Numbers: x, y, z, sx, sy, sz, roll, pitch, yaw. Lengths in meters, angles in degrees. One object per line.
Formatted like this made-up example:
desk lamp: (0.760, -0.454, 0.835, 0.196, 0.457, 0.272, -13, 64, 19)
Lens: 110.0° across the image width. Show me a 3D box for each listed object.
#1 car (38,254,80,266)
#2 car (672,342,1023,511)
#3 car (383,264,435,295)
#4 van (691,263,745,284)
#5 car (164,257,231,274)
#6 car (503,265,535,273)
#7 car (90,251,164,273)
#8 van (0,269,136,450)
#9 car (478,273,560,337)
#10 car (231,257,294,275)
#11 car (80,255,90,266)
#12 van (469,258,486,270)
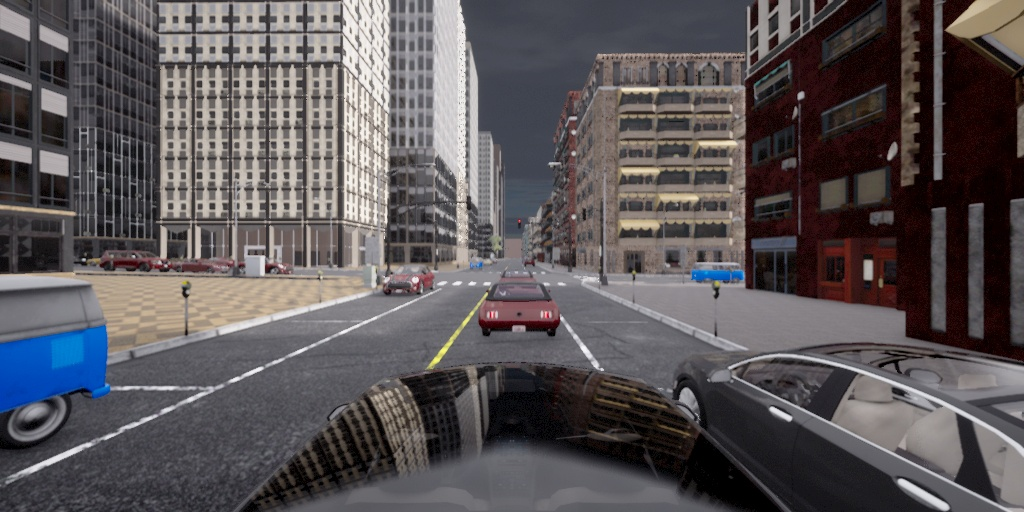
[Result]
car: (-48.734, 0.409, 39.060, 4.313, 1.339, 1.948, 0, 0, 0)
car: (2.696, 1.301, 2.507, 2.007, 1.370, 4.403, 0, 0, 1)
car: (-5.513, 1.197, 19.537, 1.967, 1.591, 4.097, 0, 0, 1)
van: (17.196, 1.465, 30.024, 3.998, 1.789, 1.690, 0, 0, 0)
car: (-26.435, 0.865, 30.503, 4.207, 1.307, 1.802, 0, 0, 0)
car: (0.264, 1.358, 19.449, 1.895, 1.301, 4.718, 0, 0, 0)
car: (-32.009, 0.490, 30.547, 5.009, 1.841, 2.192, 0, 0, 0)
van: (-5.684, 1.091, 2.592, 1.690, 1.789, 3.998, 0, 0, 1)
car: (0.184, 1.354, 10.280, 1.895, 1.301, 4.718, 0, 0, 1)
car: (-20.861, 0.830, 30.460, 4.097, 1.591, 1.967, 0, 0, 0)
car: (-43.328, 0.476, 39.018, 4.829, 1.417, 1.751, 0, 0, 0)
van: (-5.185, 1.119, 52.009, 1.690, 1.789, 3.998, 0, 0, 1)
